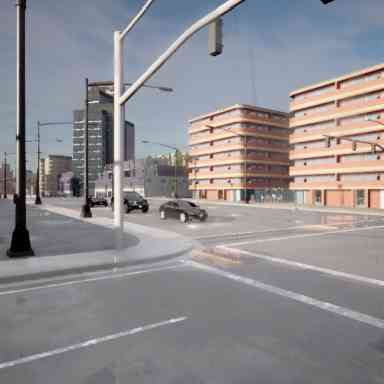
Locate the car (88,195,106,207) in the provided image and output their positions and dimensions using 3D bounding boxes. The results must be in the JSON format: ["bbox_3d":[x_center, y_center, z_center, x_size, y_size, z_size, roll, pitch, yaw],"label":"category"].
[{"bbox_3d":[-11.947,1.113,41.287,1.994,1.385,4.181,0,1,-34],"label":"car"}]

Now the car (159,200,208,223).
[{"bbox_3d":[-0.720,1.375,24.829,1.837,1.490,4.892,0,1,-34],"label":"car"}]

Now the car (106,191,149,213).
[{"bbox_3d":[-6.282,0.947,32.983,2.150,2.045,5.566,0,1,-34],"label":"car"}]
